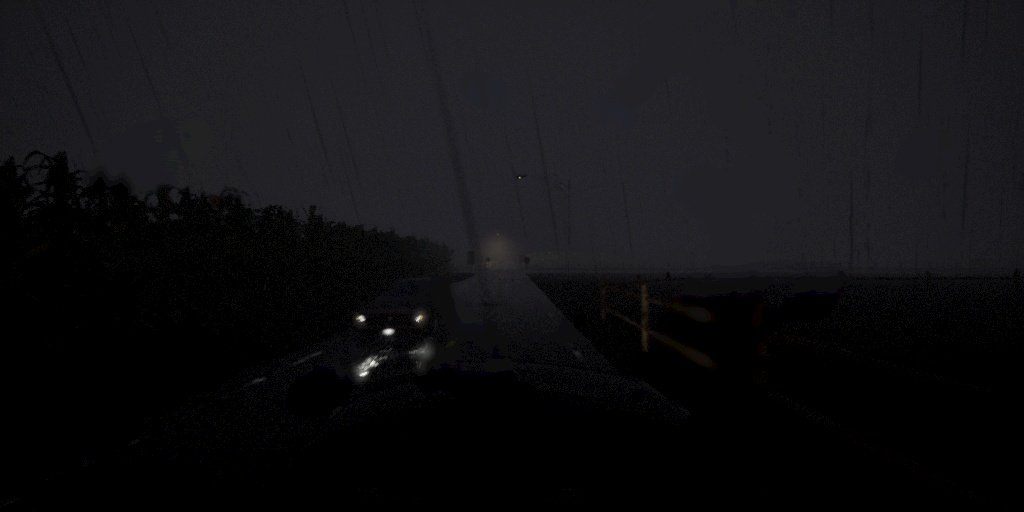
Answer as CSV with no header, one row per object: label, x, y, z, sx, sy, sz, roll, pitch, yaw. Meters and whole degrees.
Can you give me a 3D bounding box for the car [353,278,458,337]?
car,-2.849,1.390,10.945,2.033,1.411,5.357,0,-1,0
